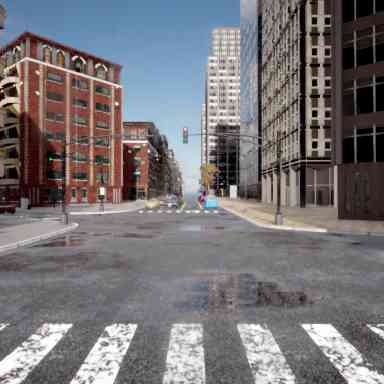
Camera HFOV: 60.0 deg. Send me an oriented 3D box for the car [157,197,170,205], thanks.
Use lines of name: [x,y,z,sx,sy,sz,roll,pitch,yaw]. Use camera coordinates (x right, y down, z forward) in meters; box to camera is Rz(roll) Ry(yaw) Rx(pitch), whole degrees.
car: [-5.312,1.651,62.449,1.947,1.339,4.313,0,0,0]

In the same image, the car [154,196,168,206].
car: [-5.311,1.510,56.897,1.967,1.590,4.097,0,0,0]

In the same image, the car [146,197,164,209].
car: [-5.311,1.571,45.621,1.752,1.417,4.829,0,0,0]

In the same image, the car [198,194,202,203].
car: [2.569,1.645,68.001,1.887,1.381,4.507,0,0,0]

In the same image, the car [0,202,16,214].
car: [-21.145,1.790,36.464,4.718,1.301,1.895,-1,-1,41]

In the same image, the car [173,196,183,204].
car: [-2.773,1.621,66.435,1.812,1.442,4.674,0,0,1]

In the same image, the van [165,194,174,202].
van: [-5.311,1.474,79.105,1.690,1.788,3.998,0,0,0]

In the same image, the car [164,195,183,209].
car: [-2.812,1.537,45.981,2.128,1.511,4.902,0,0,2]

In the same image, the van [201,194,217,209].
van: [2.570,1.386,45.791,1.690,1.788,3.998,0,0,0]
